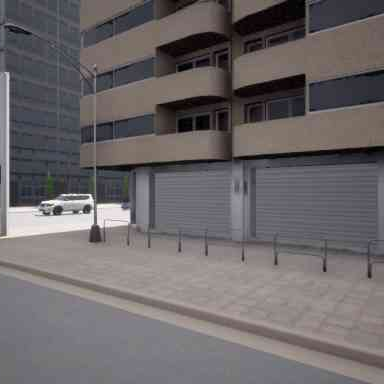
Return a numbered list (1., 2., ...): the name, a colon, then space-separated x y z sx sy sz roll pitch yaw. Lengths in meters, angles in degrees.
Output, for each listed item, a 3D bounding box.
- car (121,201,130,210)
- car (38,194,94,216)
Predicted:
1. car: -6.670 1.526 41.248 1.812 1.442 4.674 0 0 36
2. car: -12.432 1.221 33.383 2.150 2.045 5.566 0 0 36
